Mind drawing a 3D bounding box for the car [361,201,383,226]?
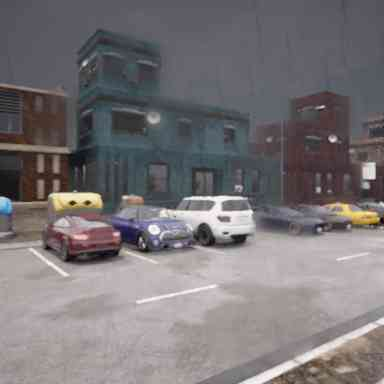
[{"bbox_3d":[9.453,1.464,22.150,1.946,1.575,5.366,0,0,-35],"label":"car"}]

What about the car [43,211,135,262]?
[{"bbox_3d":[-4.120,1.519,12.247,2.002,1.452,4.674,0,0,-35],"label":"car"}]

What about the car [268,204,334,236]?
[{"bbox_3d":[5.052,1.497,18.750,2.163,1.488,4.792,0,0,-35],"label":"car"}]

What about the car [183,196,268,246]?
[{"bbox_3d":[0.490,1.220,15.570,2.435,2.045,5.566,0,0,-35],"label":"car"}]

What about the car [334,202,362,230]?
[{"bbox_3d":[7.314,1.496,20.362,2.163,1.488,4.792,0,0,-35],"label":"car"}]

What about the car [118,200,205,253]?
[{"bbox_3d":[-1.803,1.349,13.941,2.185,1.767,4.553,0,0,-35],"label":"car"}]
